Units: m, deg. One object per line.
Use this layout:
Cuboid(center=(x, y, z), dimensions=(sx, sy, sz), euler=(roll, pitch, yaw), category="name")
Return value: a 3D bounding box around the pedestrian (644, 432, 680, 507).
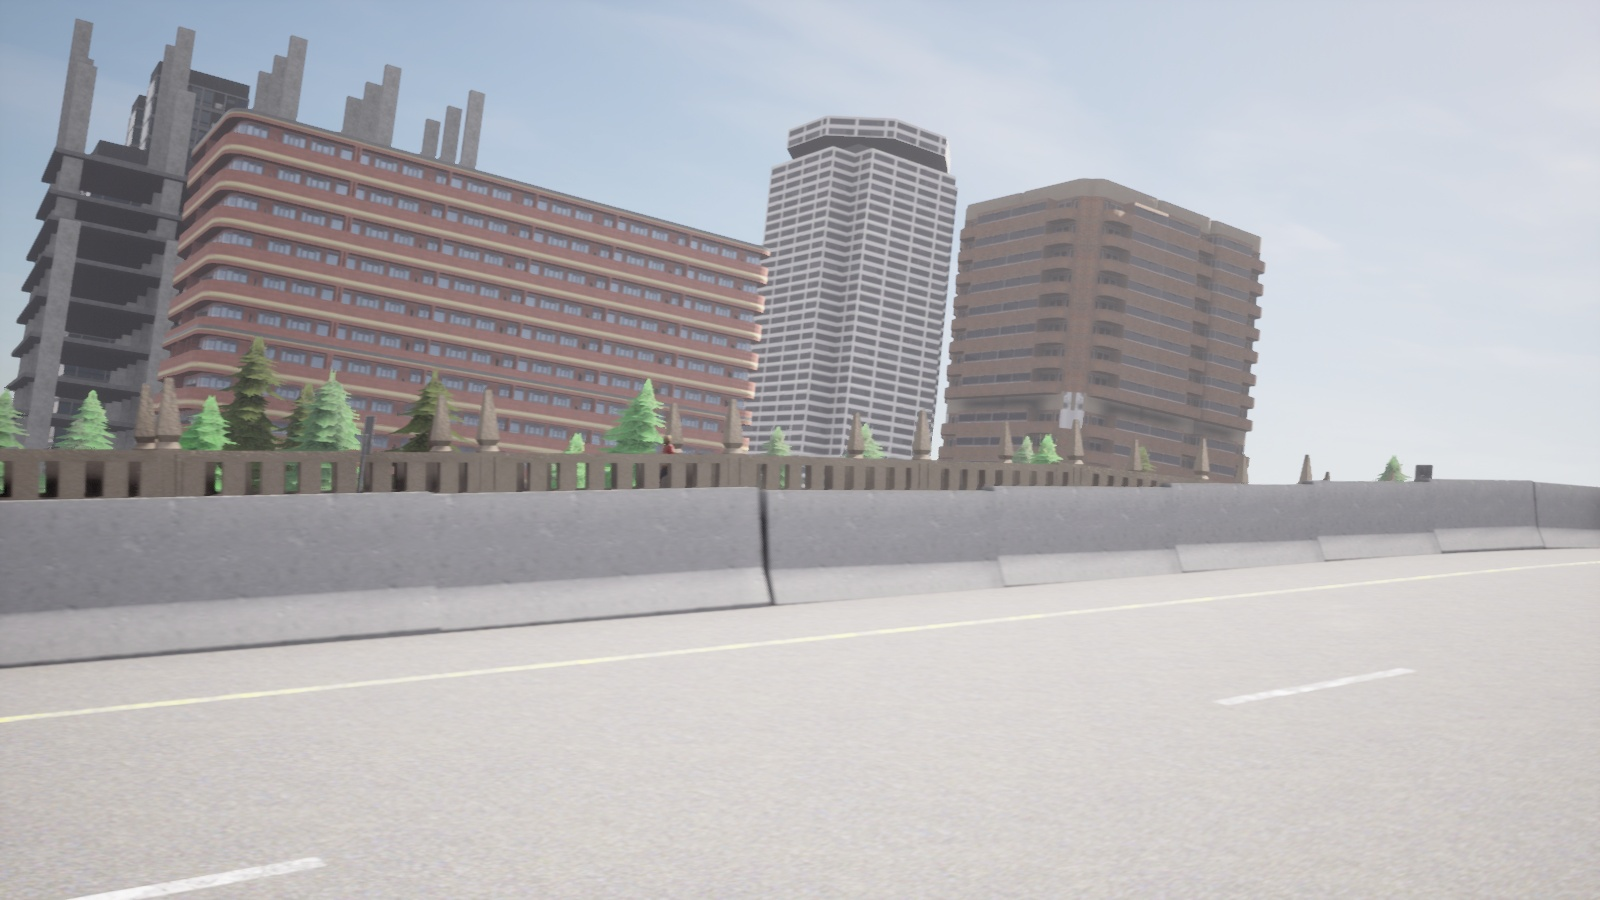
Cuboid(center=(-3.506, 0.503, 31.939), dimensions=(0.636, 1.846, 0.331), euler=(9, -5, -34), category="pedestrian")
